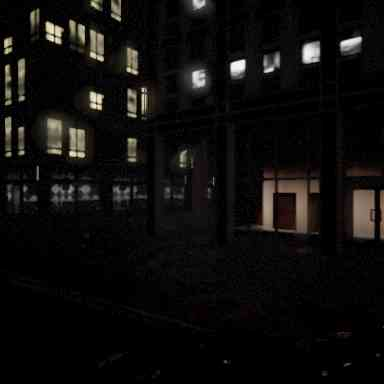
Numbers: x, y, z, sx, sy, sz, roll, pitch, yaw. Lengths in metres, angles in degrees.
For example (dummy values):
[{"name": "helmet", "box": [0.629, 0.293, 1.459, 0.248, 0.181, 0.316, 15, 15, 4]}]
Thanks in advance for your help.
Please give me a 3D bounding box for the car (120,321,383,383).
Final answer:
[{"name": "car", "box": [1.353, 1.551, 1.908, 4.403, 1.369, 2.008, 0, 0, 35]}]
